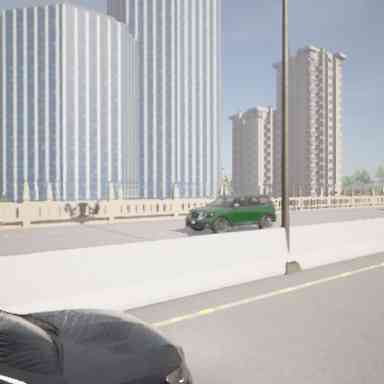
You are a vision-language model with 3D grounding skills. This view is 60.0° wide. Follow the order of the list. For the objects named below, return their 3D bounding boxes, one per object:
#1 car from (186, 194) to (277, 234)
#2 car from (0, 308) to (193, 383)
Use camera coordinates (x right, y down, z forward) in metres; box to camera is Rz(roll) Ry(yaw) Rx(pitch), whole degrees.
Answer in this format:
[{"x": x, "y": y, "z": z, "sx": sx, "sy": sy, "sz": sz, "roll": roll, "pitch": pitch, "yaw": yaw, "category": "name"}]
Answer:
[{"x": 2.317, "y": 1.164, "z": 18.491, "sx": 5.566, "sy": 2.045, "sz": 2.150, "roll": 0, "pitch": 0, "yaw": -35, "category": "car"}, {"x": -2.231, "y": 1.505, "z": 2.131, "sx": 4.892, "sy": 1.490, "sz": 1.837, "roll": 0, "pitch": 0, "yaw": -36, "category": "car"}]
